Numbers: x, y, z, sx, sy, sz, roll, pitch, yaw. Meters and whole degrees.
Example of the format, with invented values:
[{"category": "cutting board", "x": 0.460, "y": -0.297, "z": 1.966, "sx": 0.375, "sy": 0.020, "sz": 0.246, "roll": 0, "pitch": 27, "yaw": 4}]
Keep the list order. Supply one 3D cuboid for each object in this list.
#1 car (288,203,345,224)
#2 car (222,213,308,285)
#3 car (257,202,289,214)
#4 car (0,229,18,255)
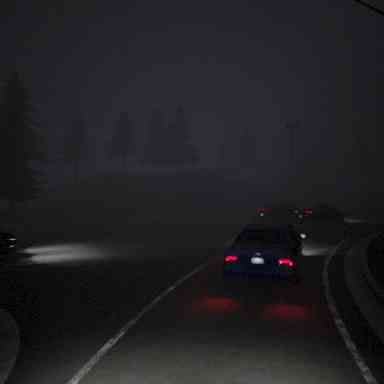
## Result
[{"category": "car", "x": 10.151, "y": 1.661, "z": 26.399, "sx": 4.674, "sy": 1.442, "sz": 1.812, "roll": 0, "pitch": 0, "yaw": -32}, {"category": "car", "x": 2.278, "y": 1.595, "z": 9.814, "sx": 2.033, "sy": 1.411, "sz": 5.357, "roll": 0, "pitch": 0, "yaw": 19}, {"category": "car", "x": 7.889, "y": 1.647, "z": 29.112, "sx": 4.892, "sy": 1.490, "sz": 1.837, "roll": 0, "pitch": 0, "yaw": -32}, {"category": "car", "x": -8.318, "y": 1.534, "z": 10.646, "sx": 4.892, "sy": 1.490, "sz": 1.837, "roll": 0, "pitch": 0, "yaw": -32}]
